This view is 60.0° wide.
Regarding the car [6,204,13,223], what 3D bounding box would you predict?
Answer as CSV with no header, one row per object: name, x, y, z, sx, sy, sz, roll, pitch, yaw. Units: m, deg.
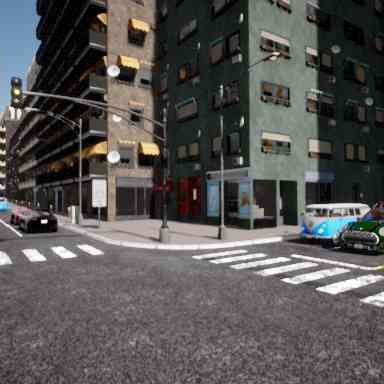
car,-12.718,1.768,25.321,1.802,1.307,4.206,1,-1,-34

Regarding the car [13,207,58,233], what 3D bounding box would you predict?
car,-9.595,1.730,20.708,1.947,1.339,4.313,1,-1,-34

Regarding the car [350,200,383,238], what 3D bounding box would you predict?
car,11.555,1.425,19.063,5.009,1.841,2.192,0,-1,-34

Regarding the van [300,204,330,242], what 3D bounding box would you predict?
van,6.955,1.462,15.997,3.998,1.788,1.690,0,-1,-34

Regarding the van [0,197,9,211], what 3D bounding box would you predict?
van,-25.208,1.613,43.779,1.690,1.788,3.998,1,-1,-34

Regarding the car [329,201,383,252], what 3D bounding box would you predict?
car,8.046,1.426,13.620,4.553,1.767,2.097,0,-1,-34
